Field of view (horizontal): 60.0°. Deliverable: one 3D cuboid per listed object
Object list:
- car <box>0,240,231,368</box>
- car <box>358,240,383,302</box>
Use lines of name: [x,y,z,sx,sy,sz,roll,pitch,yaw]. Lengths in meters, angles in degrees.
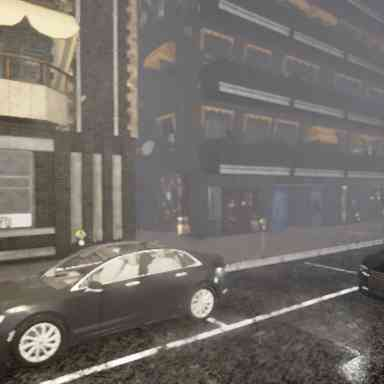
car: [-1.303,1.558,5.642,4.403,1.369,2.008,0,-1,-35]
car: [5.668,1.510,7.418,5.008,1.535,1.882,0,0,-35]
